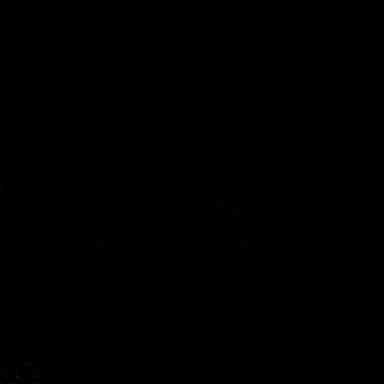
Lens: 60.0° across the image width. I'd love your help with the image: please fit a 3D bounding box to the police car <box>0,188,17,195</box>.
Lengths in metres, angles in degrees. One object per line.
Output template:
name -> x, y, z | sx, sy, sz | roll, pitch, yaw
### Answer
police car -> -44.622, -0.158, 79.343 | 1.930, 1.638, 5.238 | 0, 0, 35
